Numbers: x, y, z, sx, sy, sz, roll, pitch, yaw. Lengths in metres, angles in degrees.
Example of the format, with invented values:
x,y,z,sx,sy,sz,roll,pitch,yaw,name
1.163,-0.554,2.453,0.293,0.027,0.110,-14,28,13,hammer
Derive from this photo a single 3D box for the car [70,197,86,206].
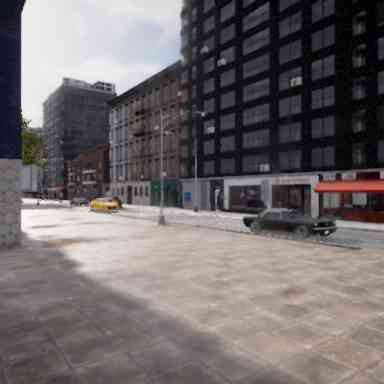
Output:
x,y,z,sx,sy,sz,roll,pitch,yaw,name
-18.580,1.558,54.668,2.033,1.411,5.357,0,0,-35,car

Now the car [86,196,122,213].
x,y,z,sx,sy,sz,roll,pitch,yaw,name
-9.915,1.454,37.571,1.882,1.535,5.008,0,0,-35,car

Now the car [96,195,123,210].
x,y,z,sx,sy,sz,roll,pitch,yaw,name
-11.002,1.343,44.108,2.097,1.767,4.553,0,0,-35,car

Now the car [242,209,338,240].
x,y,z,sx,sy,sz,roll,pitch,yaw,name
4.843,1.535,16.937,1.895,1.301,4.718,0,0,-36,car
